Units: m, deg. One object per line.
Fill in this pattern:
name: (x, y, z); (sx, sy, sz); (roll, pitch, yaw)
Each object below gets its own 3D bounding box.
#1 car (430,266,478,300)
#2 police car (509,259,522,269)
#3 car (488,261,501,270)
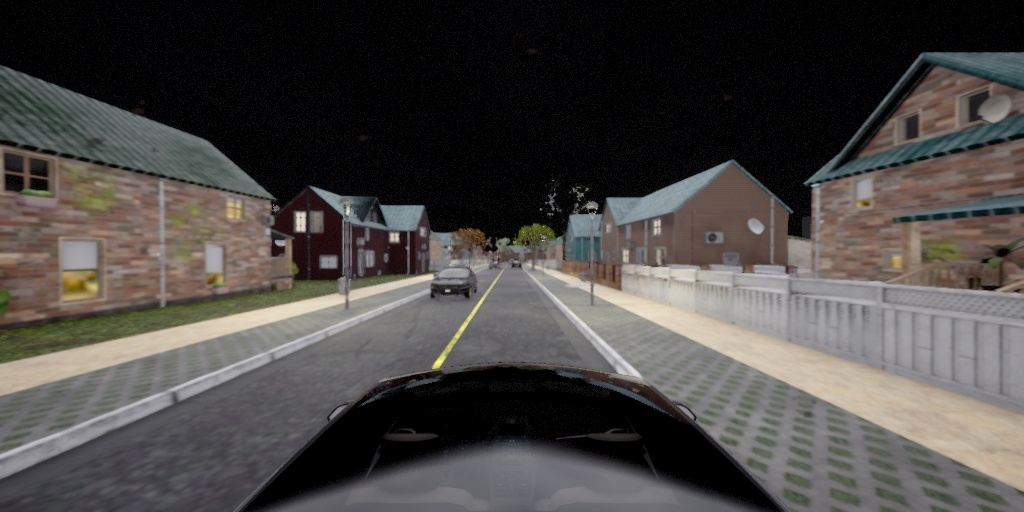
car: (-2.853, 1.270, 18.401); (1.882, 1.535, 5.008); (0, 0, 0)
police car: (0.809, 1.454, 64.230); (1.930, 1.638, 5.238); (0, 0, 0)
car: (-2.812, 1.560, 59.488); (1.994, 1.385, 4.181); (0, 0, 1)
